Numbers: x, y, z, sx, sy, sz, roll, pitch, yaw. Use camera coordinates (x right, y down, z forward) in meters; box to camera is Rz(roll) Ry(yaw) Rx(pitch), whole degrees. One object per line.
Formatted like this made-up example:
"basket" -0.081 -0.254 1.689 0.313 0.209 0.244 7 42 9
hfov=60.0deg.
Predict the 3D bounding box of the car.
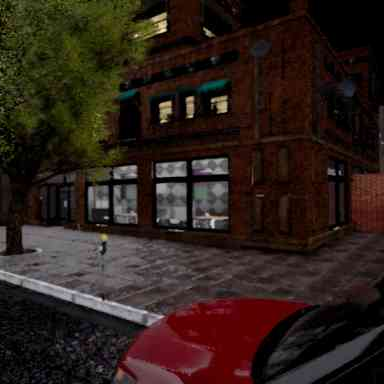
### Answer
"car" 1.707 1.316 1.671 5.009 1.841 2.192 0 -1 35
